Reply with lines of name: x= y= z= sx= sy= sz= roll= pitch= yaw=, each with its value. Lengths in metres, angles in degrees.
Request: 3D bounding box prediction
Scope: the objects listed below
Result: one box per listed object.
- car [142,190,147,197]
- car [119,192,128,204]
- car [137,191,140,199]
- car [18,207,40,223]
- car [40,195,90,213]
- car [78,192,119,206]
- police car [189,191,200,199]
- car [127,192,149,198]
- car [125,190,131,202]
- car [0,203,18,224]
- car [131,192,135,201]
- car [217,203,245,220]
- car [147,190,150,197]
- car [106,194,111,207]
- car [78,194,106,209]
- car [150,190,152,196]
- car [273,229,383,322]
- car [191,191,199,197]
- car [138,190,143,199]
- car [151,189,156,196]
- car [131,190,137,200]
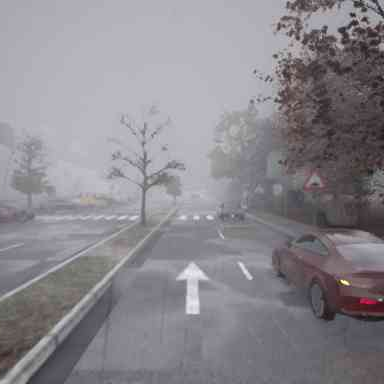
car: x=-13.782 y=0.953 z=77.894 sx=4.792 sy=1.488 sz=2.163 roll=-1 pitch=1 yaw=-20
car: x=-13.653 y=1.296 z=53.928 sx=5.366 sy=1.575 sz=1.946 roll=-1 pitch=0 yaw=-20
car: x=-13.817 y=1.131 z=68.879 sx=4.674 sy=1.452 sz=2.002 roll=-1 pitch=1 yaw=-20
car: x=-13.822 y=1.465 z=23.852 sx=4.792 sy=1.488 sz=2.163 roll=-1 pitch=0 yaw=-20
car: x=-13.813 y=1.432 z=35.858 sx=4.792 sy=1.488 sz=2.163 roll=-1 pitch=0 yaw=-20
car: x=-13.807 y=1.103 z=47.873 sx=5.566 sy=2.045 sz=2.435 roll=-1 pitch=0 yaw=-20
police car: x=0.909 y=0.771 z=82.706 sx=1.930 sy=1.638 sz=5.238 roll=0 pitch=1 yaw=0
car: x=-13.974 y=0.768 z=86.814 sx=5.366 sy=1.575 sz=1.946 roll=-1 pitch=1 yaw=-20
car: x=-13.852 y=1.019 z=56.853 sx=5.566 sy=2.045 sz=2.435 roll=-1 pitch=1 yaw=-20
car: x=-13.845 y=1.484 z=20.834 sx=4.674 sy=1.452 sz=2.002 roll=-1 pitch=0 yaw=-20
car: x=-13.821 y=1.232 z=62.880 sx=4.674 sy=1.452 sz=2.002 roll=-1 pitch=1 yaw=-20
car: x=3.103 y=1.534 z=27.639 sx=1.895 sy=1.301 sz=4.718 roll=0 pitch=0 yaw=0
car: x=-13.785 y=0.619 z=80.892 sx=5.566 sy=2.045 sz=2.435 roll=-1 pitch=1 yaw=-20
car: x=-13.836 y=1.410 z=44.855 sx=4.674 sy=1.452 sz=2.002 roll=-1 pitch=0 yaw=-20
car: x=-14.006 y=1.383 z=41.782 sx=5.366 sy=1.575 sz=1.946 roll=-1 pitch=1 yaw=-20
car: x=-13.629 y=0.810 z=83.948 sx=5.366 sy=1.575 sz=1.946 roll=-1 pitch=1 yaw=-20
car: x=3.101 y=1.513 z=7.145 sx=1.812 sy=1.442 sz=4.674 roll=0 pitch=0 yaw=0
car: x=0.909 y=0.538 z=92.572 sx=2.097 sy=1.767 sz=4.553 roll=0 pitch=1 yaw=0
car: x=-13.805 y=1.037 z=71.878 sx=5.008 sy=1.535 sz=2.097 roll=-1 pitch=1 yaw=-20
car: x=-13.824 y=0.423 z=92.861 sx=5.566 sy=2.045 sz=2.435 roll=-1 pitch=1 yaw=-20
car: x=-13.849 y=1.017 z=65.866 sx=4.553 sy=1.767 sz=2.185 roll=-1 pitch=1 yaw=-20
